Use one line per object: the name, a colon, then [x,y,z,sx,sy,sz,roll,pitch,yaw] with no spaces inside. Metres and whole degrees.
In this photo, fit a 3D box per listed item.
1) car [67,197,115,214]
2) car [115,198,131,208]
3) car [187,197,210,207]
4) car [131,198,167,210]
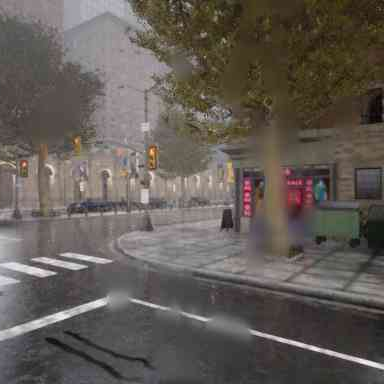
car: [-10.970,1.352,35.442,2.097,1.767,4.553,0,0,36]
car: [-10.164,1.594,47.912,1.895,1.301,4.718,0,0,36]
car: [0.902,1.504,51.851,1.837,1.490,4.892,0,0,36]
car: [-5.240,1.506,43.368,1.837,1.490,4.892,0,0,36]
